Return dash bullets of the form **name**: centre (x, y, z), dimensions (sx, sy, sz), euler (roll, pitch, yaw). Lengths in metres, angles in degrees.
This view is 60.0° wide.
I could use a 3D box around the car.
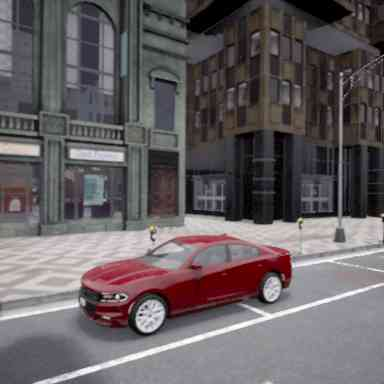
- **car**: centre (0.090, 1.558, 6.663), dimensions (4.507, 1.381, 1.887), euler (1, 0, -35)
